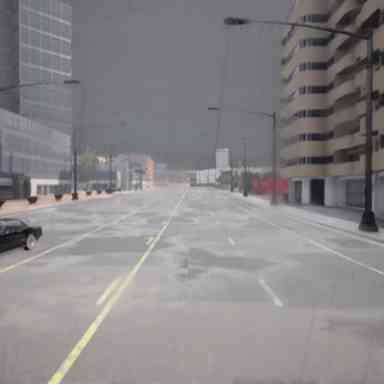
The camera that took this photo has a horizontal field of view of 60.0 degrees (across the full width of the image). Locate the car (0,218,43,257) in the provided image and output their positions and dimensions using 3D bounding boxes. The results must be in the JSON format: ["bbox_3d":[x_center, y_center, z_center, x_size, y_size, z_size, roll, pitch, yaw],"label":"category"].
[{"bbox_3d":[-7.002,1.591,11.318,1.895,1.301,4.718,0,0,0],"label":"car"}]
